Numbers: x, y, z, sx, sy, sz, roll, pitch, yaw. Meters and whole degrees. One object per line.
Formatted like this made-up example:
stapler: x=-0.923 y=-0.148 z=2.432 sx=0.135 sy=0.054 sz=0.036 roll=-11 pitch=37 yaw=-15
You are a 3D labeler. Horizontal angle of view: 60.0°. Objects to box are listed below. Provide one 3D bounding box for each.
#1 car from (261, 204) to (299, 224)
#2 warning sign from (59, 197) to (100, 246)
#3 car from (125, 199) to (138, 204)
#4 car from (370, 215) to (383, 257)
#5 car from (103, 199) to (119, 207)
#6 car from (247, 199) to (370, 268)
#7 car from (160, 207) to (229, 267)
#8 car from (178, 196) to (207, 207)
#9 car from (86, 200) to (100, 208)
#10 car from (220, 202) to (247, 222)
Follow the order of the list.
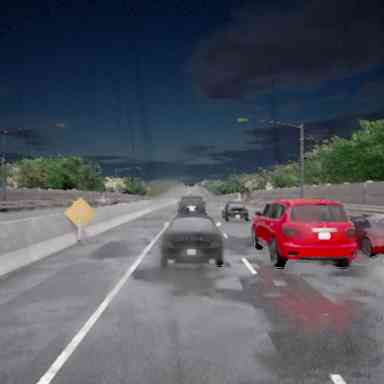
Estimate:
car: x=7.026 y=1.711 z=27.121 sx=1.895 sy=1.301 sz=4.718 roll=0 pitch=0 yaw=1
warning sign: x=-4.540 y=1.144 z=13.502 sx=1.300 sy=1.860 sz=1.060 roll=1 pitch=1 yaw=0
car: x=-10.576 y=1.938 z=58.390 sx=2.128 sy=1.511 sz=4.902 roll=0 pitch=-1 yaw=0
car: x=7.043 y=1.592 z=12.999 sx=1.994 sy=1.385 sz=4.181 roll=0 pitch=0 yaw=0
car: x=-14.071 y=1.947 z=58.128 sx=1.837 sy=1.490 sz=4.892 roll=0 pitch=0 yaw=1
car: x=3.526 y=1.246 z=11.474 sx=2.150 sy=2.045 sz=5.566 roll=0 pitch=0 yaw=1
car: x=0.027 y=1.501 z=11.595 sx=1.882 sy=1.535 sz=5.008 roll=0 pitch=0 yaw=1
car: x=0.019 y=1.329 z=26.551 sx=2.150 sy=2.045 sz=5.566 roll=0 pitch=0 yaw=1
car: x=-17.561 y=2.042 z=57.954 sx=1.895 sy=1.301 sz=4.718 roll=0 pitch=-1 yaw=1
car: x=3.532 y=1.622 z=27.795 sx=1.837 sy=1.490 sz=4.892 roll=0 pitch=0 yaw=1
